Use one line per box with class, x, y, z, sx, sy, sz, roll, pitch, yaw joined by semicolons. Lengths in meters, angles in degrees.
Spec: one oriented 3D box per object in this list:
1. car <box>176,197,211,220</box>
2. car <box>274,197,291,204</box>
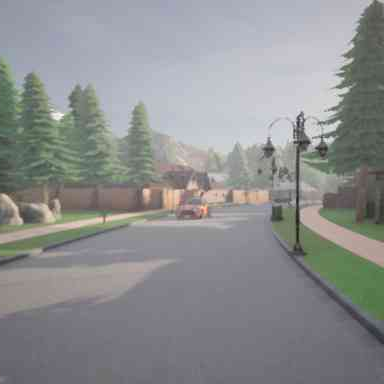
car;0.204;1.320;27.925;2.097;1.767;4.553;0;0;15
car;17.505;1.574;64.588;1.895;1.301;4.718;0;0;36
